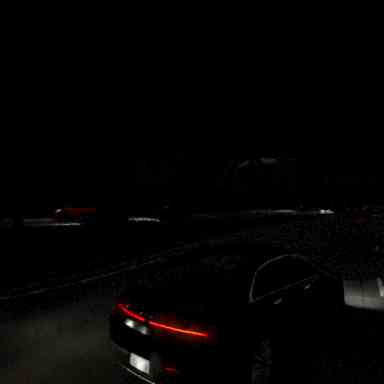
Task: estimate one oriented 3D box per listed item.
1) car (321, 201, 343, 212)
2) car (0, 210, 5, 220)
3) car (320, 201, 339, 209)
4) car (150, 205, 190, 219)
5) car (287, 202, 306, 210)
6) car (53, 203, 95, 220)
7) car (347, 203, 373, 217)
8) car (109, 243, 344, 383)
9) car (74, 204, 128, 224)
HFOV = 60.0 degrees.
[{"bbox_3d":[23.686,2.608,55.968,1.895,1.301,4.718,-1,-1,44],"label":"car"},{"bbox_3d":[-18.267,1.914,27.504,4.902,1.511,2.128,1,-1,-30],"label":"car"},{"bbox_3d":[26.352,2.433,63.769,1.994,1.385,4.181,-1,-1,44],"label":"car"},{"bbox_3d":[-2.378,2.144,36.753,4.674,1.442,1.812,1,-1,-36],"label":"car"},{"bbox_3d":[19.367,2.587,61.553,2.128,1.511,4.902,-1,-1,44],"label":"car"},{"bbox_3d":[-12.053,1.913,34.769,4.553,1.767,2.097,1,-1,-30],"label":"car"},{"bbox_3d":[20.388,2.086,40.279,2.097,1.767,4.553,-1,-1,41],"label":"car"},{"bbox_3d":[0.984,1.602,5.407,1.837,1.490,4.892,1,0,39],"label":"car"},{"bbox_3d":[-7.733,2.041,29.195,4.181,1.385,1.994,1,-1,-30],"label":"car"}]
